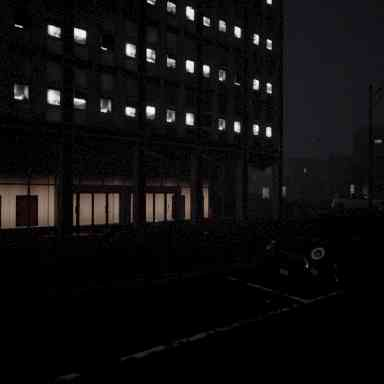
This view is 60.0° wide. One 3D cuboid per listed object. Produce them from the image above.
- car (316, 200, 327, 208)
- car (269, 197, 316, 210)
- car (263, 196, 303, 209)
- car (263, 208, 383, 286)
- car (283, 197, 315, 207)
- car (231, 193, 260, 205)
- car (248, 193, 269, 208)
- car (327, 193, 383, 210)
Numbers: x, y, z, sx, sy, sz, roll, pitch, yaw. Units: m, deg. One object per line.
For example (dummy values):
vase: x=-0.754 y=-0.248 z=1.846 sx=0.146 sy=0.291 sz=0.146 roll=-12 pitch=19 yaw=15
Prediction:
car: x=18.557 y=1.447 z=44.105 sx=1.752 sy=1.417 sz=4.829 roll=1 pitch=0 yaw=-35
car: x=11.760 y=1.427 z=39.201 sx=2.008 sy=1.369 sz=4.403 roll=1 pitch=0 yaw=-35
car: x=11.858 y=1.353 z=43.609 sx=1.882 sy=1.535 sz=5.008 roll=0 pitch=0 yaw=-35
car: x=3.879 y=1.441 z=9.328 sx=4.097 sy=1.590 sz=1.967 roll=0 pitch=0 yaw=-36
car: x=15.505 y=1.481 z=48.520 sx=1.802 sy=1.307 sz=4.206 roll=1 pitch=0 yaw=-35
car: x=9.210 y=1.168 z=57.629 sx=2.192 sy=1.841 sz=5.009 roll=1 pitch=0 yaw=-35
car: x=8.613 y=1.168 z=43.756 sx=2.192 sy=1.841 sz=5.009 roll=1 pitch=0 yaw=-35
car: x=17.684 y=1.141 z=35.141 sx=2.150 sy=2.045 sz=5.566 roll=0 pitch=0 yaw=-36
